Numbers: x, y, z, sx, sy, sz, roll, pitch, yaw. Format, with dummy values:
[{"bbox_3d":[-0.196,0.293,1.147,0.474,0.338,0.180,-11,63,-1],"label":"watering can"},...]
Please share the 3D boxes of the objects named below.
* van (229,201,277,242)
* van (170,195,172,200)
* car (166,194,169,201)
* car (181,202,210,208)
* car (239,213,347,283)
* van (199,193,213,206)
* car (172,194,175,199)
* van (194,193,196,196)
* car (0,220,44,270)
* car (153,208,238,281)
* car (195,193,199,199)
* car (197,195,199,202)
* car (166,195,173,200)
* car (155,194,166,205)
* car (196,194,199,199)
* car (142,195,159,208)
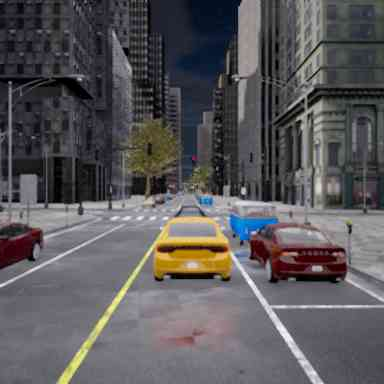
[{"bbox_3d":[2.676,1.322,15.002,1.690,1.788,3.998,0,0,0],"label":"van"},{"bbox_3d":[-6.322,1.293,79.262,1.690,1.788,3.998,0,0,0],"label":"van"},{"bbox_3d":[-6.209,1.268,63.395,2.192,1.841,5.009,0,0,0],"label":"car"},{"bbox_3d":[-0.082,1.541,20.247,1.994,1.385,4.181,0,0,0],"label":"car"},{"bbox_3d":[2.714,1.532,9.477,1.887,1.381,4.507,0,0,0],"label":"car"},{"bbox_3d":[2.391,1.295,52.985,1.690,1.788,3.998,0,0,0],"label":"van"},{"bbox_3d":[-6.399,1.519,89.839,1.947,1.339,4.313,0,0,0],"label":"car"},{"bbox_3d":[2.159,1.292,85.464,1.690,1.788,3.998,0,0,0],"label":"van"},{"bbox_3d":[-5.840,1.534,9.434,1.887,1.381,4.507,0,0,0],"label":"car"},{"bbox_3d":[0.014,1.465,9.827,1.882,1.535,5.008,0,0,0],"label":"car"},{"bbox_3d":[2.235,1.500,74.638,2.008,1.369,4.403,0,0,0],"label":"car"},{"bbox_3d":[2.351,1.518,58.398,1.947,1.339,4.313,0,0,0],"label":"car"},{"bbox_3d":[-6.435,1.480,94.959,1.752,1.417,4.829,0,0,0],"label":"car"},{"bbox_3d":[-6.172,1.499,58.106,1.887,1.381,4.507,0,0,0],"label":"car"},{"bbox_3d":[2.313,1.495,63.811,1.887,1.381,4.507,0,0,0],"label":"car"},{"bbox_3d":[-6.101,1.484,47.356,1.752,1.417,4.829,0,0,0],"label":"car"}]
